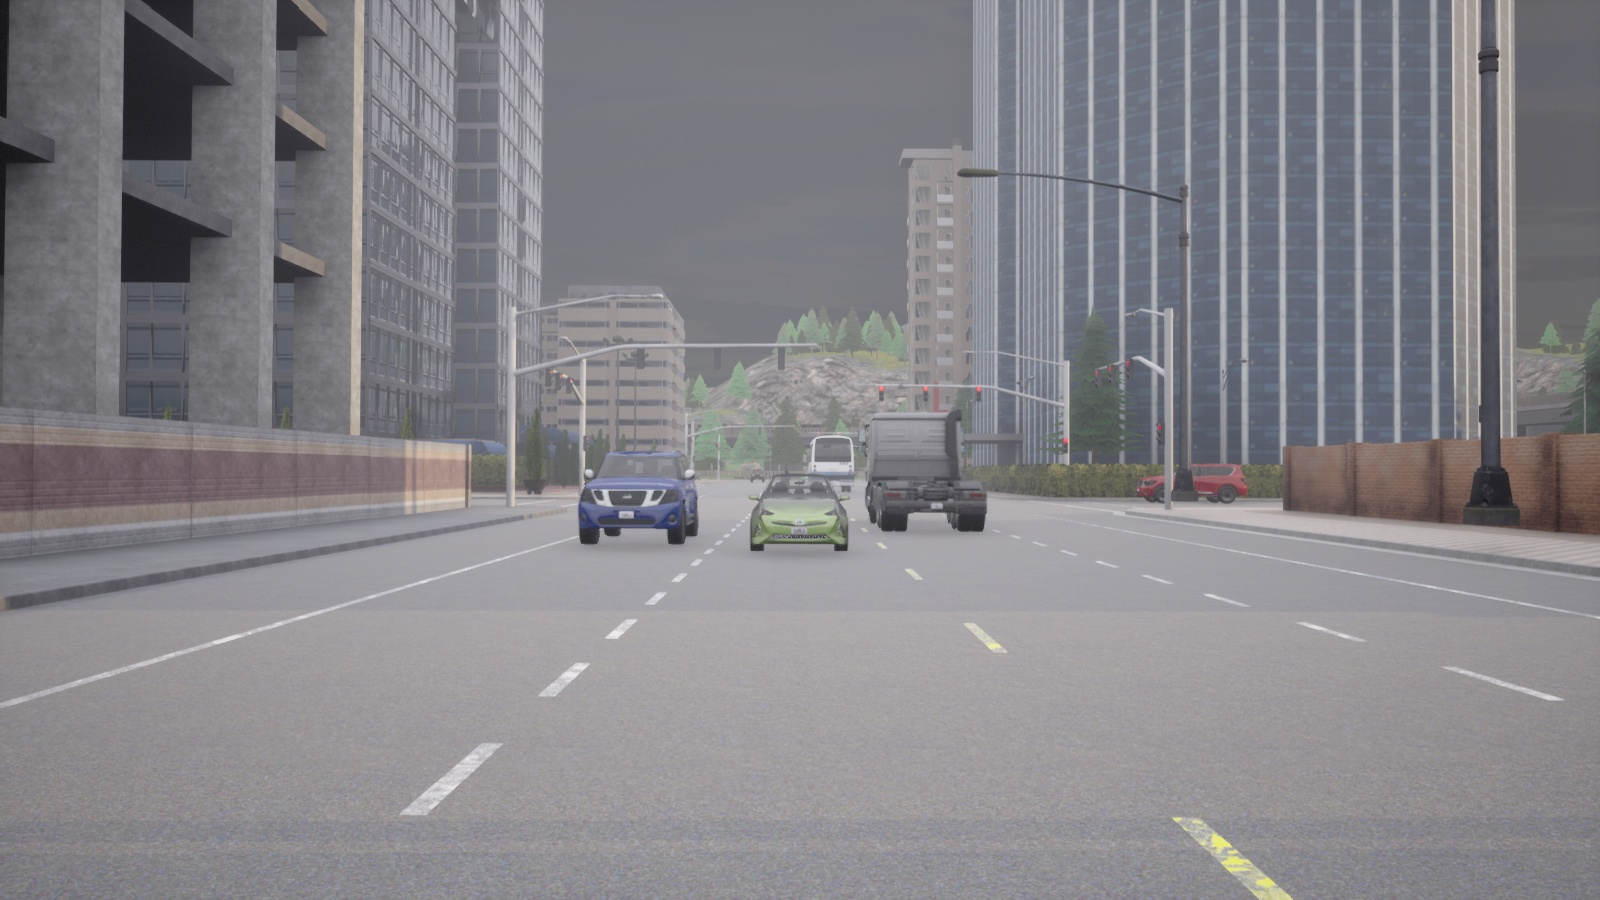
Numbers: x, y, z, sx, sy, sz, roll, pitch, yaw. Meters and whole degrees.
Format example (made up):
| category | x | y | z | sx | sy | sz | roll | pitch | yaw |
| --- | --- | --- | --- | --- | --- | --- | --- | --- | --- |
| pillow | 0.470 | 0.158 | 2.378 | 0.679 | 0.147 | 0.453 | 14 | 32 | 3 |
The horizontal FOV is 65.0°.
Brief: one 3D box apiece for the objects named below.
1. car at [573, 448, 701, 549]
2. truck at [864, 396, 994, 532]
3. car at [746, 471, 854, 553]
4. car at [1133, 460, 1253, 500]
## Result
| category | x | y | z | sx | sy | sz | roll | pitch | yaw |
| --- | --- | --- | --- | --- | --- | --- | --- | --- | --- |
| car | -3.507 | 1.026 | 28.122 | 2.150 | 2.045 | 5.566 | 0 | -1 | 0 |
| truck | 3.485 | 0.431 | 36.011 | 2.891 | 3.462 | 7.936 | 0 | -1 | 0 |
| car | -0.005 | 1.197 | 25.641 | 2.007 | 1.525 | 4.514 | 0 | -1 | 0 |
| car | 20.329 | 1.559 | 65.113 | 5.566 | 2.045 | 2.150 | 0 | -1 | -1 |
